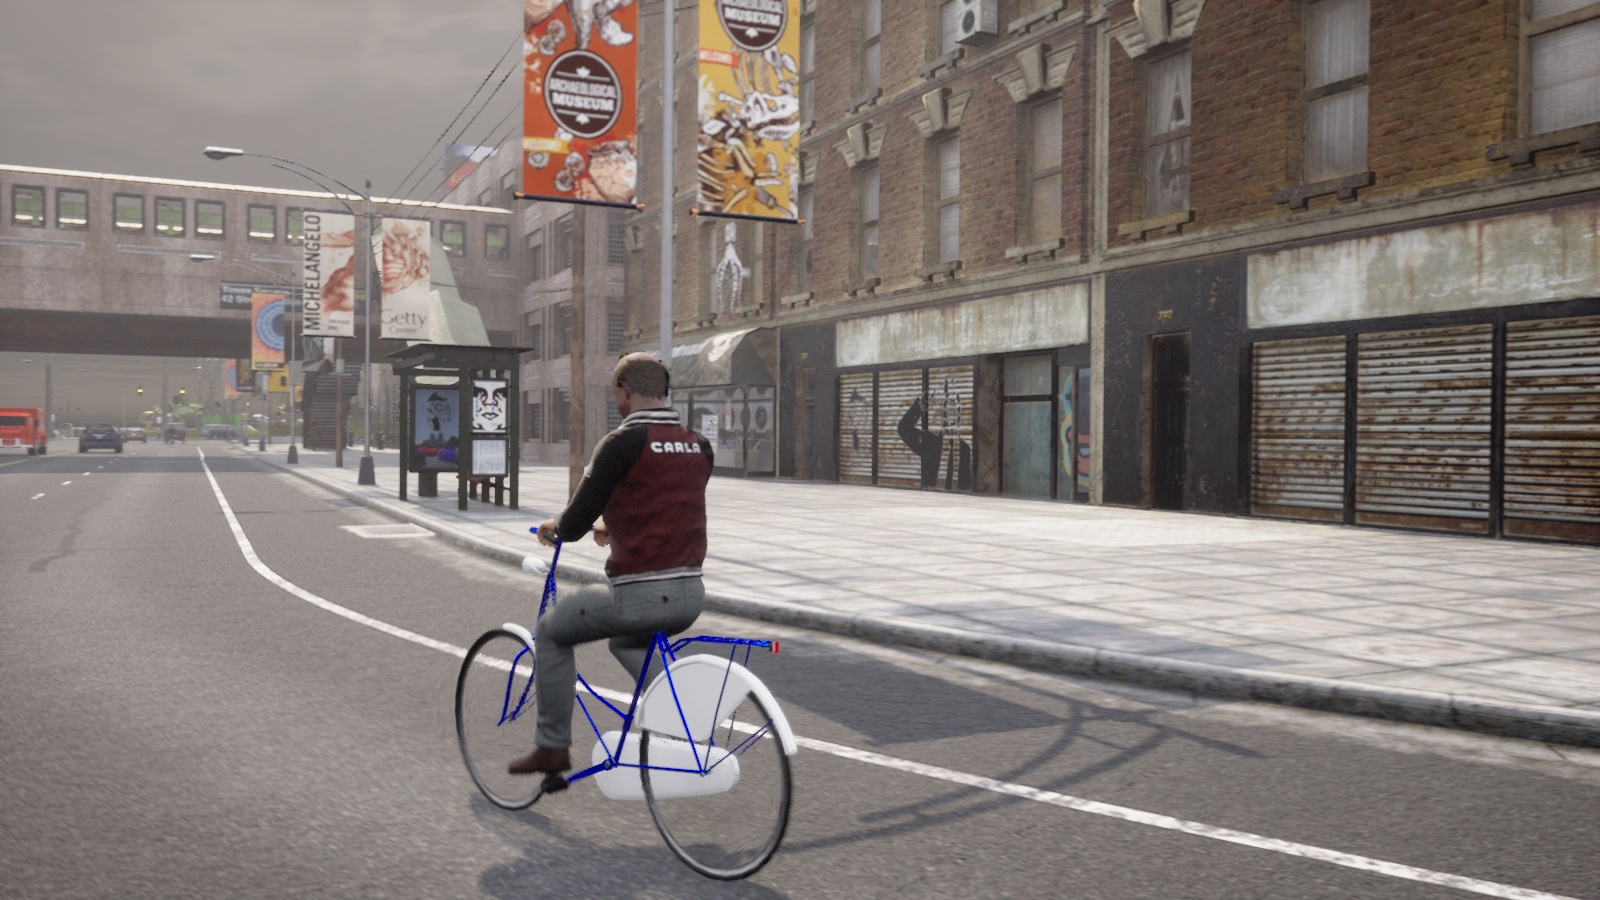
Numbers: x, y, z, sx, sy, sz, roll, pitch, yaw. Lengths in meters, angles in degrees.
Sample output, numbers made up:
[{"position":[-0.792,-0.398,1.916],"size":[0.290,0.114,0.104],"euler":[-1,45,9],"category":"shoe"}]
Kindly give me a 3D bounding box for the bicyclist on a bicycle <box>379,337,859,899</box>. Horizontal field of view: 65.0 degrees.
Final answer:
[{"position":[-0.717,0.551,4.513],"size":[1.843,1.776,0.659],"euler":[0,1,41],"category":"bicyclist on a bicycle"}]

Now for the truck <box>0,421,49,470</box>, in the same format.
[{"position":[-40.825,-0.238,65.205],"size":[2.627,2.467,5.204],"euler":[-1,1,-26],"category":"truck"}]

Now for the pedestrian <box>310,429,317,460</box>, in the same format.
[{"position":[-29.312,-0.324,75.650],"size":[0.370,1.835,0.726],"euler":[-1,1,-24],"category":"pedestrian"}]

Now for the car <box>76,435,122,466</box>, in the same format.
[{"position":[-41.018,0.002,73.596],"size":[2.097,1.767,4.553],"euler":[-1,1,-26],"category":"car"}]
